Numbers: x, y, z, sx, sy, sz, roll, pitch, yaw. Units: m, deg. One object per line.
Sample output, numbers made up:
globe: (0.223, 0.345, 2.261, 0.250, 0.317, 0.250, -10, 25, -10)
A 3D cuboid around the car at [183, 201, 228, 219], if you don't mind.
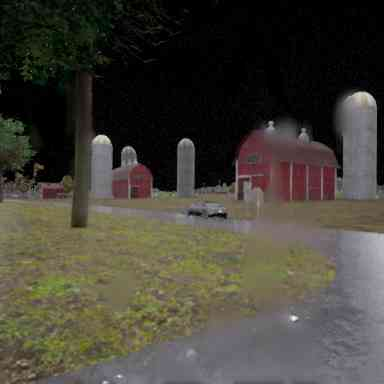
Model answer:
car: (1.045, 1.460, 27.537, 1.994, 1.385, 4.181, 1, -1, -35)
